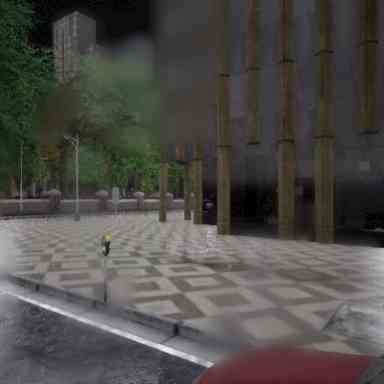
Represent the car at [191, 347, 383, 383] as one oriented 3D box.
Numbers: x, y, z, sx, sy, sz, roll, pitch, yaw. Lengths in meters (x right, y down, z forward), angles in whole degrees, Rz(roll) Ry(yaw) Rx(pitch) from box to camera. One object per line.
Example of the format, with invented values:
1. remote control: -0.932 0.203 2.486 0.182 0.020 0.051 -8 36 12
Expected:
1. car: 1.794 1.581 1.685 4.206 1.307 1.802 0 0 36
